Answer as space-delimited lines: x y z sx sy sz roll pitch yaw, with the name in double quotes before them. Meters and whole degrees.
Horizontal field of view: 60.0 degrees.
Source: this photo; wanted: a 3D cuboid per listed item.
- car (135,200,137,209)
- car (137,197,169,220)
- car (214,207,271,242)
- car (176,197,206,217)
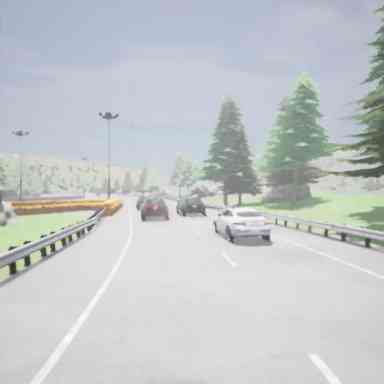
"car" -5.792 1.353 40.367 1.837 1.490 4.892 0 1 -12
"car" -3.109 1.248 26.991 2.097 1.767 4.553 0 0 -10
"car" 2.294 1.453 15.916 1.812 1.442 4.674 0 0 -8
"car" -0.181 1.227 30.292 2.097 1.767 4.553 0 0 -11
